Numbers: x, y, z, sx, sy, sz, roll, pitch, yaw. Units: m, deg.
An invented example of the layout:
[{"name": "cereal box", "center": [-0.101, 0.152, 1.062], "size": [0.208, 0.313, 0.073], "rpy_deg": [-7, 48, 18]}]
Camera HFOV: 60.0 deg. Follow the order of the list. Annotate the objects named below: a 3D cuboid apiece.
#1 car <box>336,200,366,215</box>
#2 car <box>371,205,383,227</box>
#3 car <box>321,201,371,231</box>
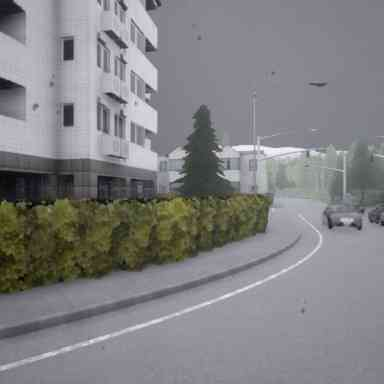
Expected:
[{"name": "car", "center": [16.572, 1.600, 34.916], "size": [1.895, 1.301, 4.718], "rpy_deg": [0, 0, 14]}, {"name": "car", "center": [13.417, 1.562, 22.595], "size": [1.994, 1.385, 4.181], "rpy_deg": [0, 0, 15]}, {"name": "car", "center": [9.276, 1.492, 20.834], "size": [2.128, 1.511, 4.902], "rpy_deg": [0, 0, 16]}]
